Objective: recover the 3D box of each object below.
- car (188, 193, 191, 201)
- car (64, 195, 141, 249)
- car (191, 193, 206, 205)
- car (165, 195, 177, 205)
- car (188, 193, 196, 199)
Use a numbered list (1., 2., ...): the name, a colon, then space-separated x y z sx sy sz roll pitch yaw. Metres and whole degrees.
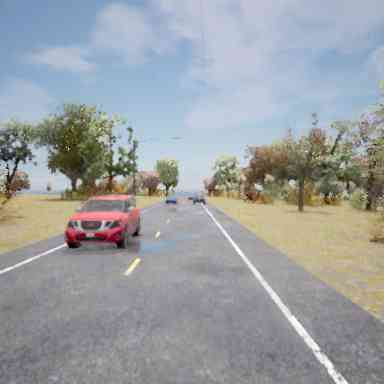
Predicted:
1. car: 0.003 1.265 75.352 1.895 1.301 4.718 0 0 0
2. car: -3.601 1.160 14.528 2.150 2.045 5.566 0 0 0
3. car: 1.226 1.190 56.519 2.097 1.767 4.553 0 0 0
4. car: -3.544 1.316 57.000 1.882 1.535 5.008 0 0 1
5. car: 0.003 1.104 92.878 2.097 1.767 4.553 0 0 0
